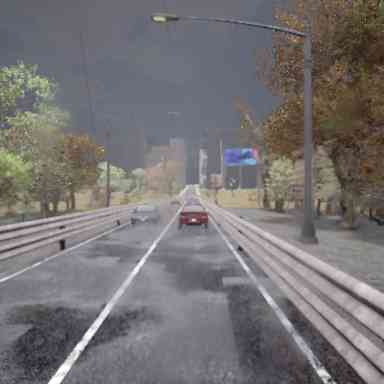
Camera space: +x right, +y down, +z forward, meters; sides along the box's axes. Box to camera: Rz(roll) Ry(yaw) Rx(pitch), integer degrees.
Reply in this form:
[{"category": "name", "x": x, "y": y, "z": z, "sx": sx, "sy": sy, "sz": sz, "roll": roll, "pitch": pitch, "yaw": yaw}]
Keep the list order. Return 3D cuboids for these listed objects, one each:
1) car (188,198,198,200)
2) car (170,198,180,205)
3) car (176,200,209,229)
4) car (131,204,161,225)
[{"category": "car", "x": 0.097, "y": 1.567, "z": 41.843, "sx": 2.097, "sy": 1.767, "sz": 4.553, "roll": 0, "pitch": 0, "yaw": 0}, {"category": "car", "x": -3.280, "y": 1.905, "z": 65.963, "sx": 2.033, "sy": 1.411, "sz": 5.357, "roll": 0, "pitch": 0, "yaw": 0}, {"category": "car", "x": 0.102, "y": 1.576, "z": 22.715, "sx": 1.882, "sy": 1.535, "sz": 5.008, "roll": 0, "pitch": 0, "yaw": 0}, {"category": "car", "x": -3.345, "y": 1.638, "z": 24.969, "sx": 1.812, "sy": 1.442, "sz": 4.674, "roll": 0, "pitch": 0, "yaw": 0}]
